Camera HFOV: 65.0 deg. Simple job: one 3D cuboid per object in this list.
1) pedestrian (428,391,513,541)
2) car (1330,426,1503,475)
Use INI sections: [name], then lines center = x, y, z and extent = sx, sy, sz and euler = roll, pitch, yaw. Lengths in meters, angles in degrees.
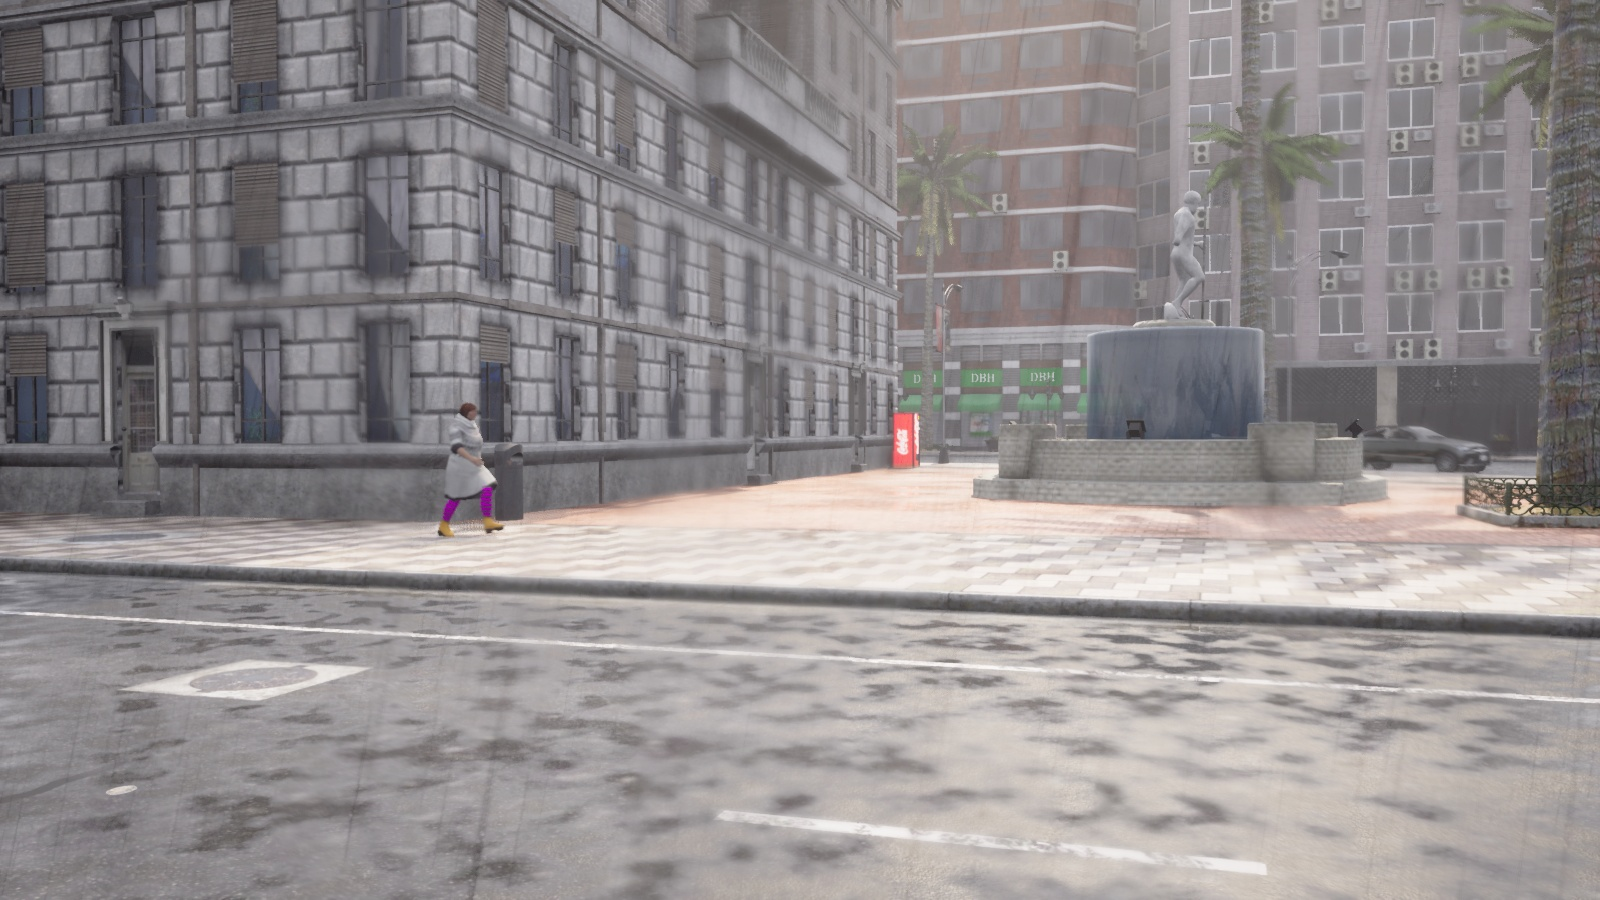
[pedestrian]
center = -4.408, 0.197, 16.817
extent = 0.873, 1.952, 0.659
euler = 1, 1, 24
[car]
center = 21.699, -0.024, 44.405
extent = 2.152, 1.651, 5.027
euler = 0, 1, -37
